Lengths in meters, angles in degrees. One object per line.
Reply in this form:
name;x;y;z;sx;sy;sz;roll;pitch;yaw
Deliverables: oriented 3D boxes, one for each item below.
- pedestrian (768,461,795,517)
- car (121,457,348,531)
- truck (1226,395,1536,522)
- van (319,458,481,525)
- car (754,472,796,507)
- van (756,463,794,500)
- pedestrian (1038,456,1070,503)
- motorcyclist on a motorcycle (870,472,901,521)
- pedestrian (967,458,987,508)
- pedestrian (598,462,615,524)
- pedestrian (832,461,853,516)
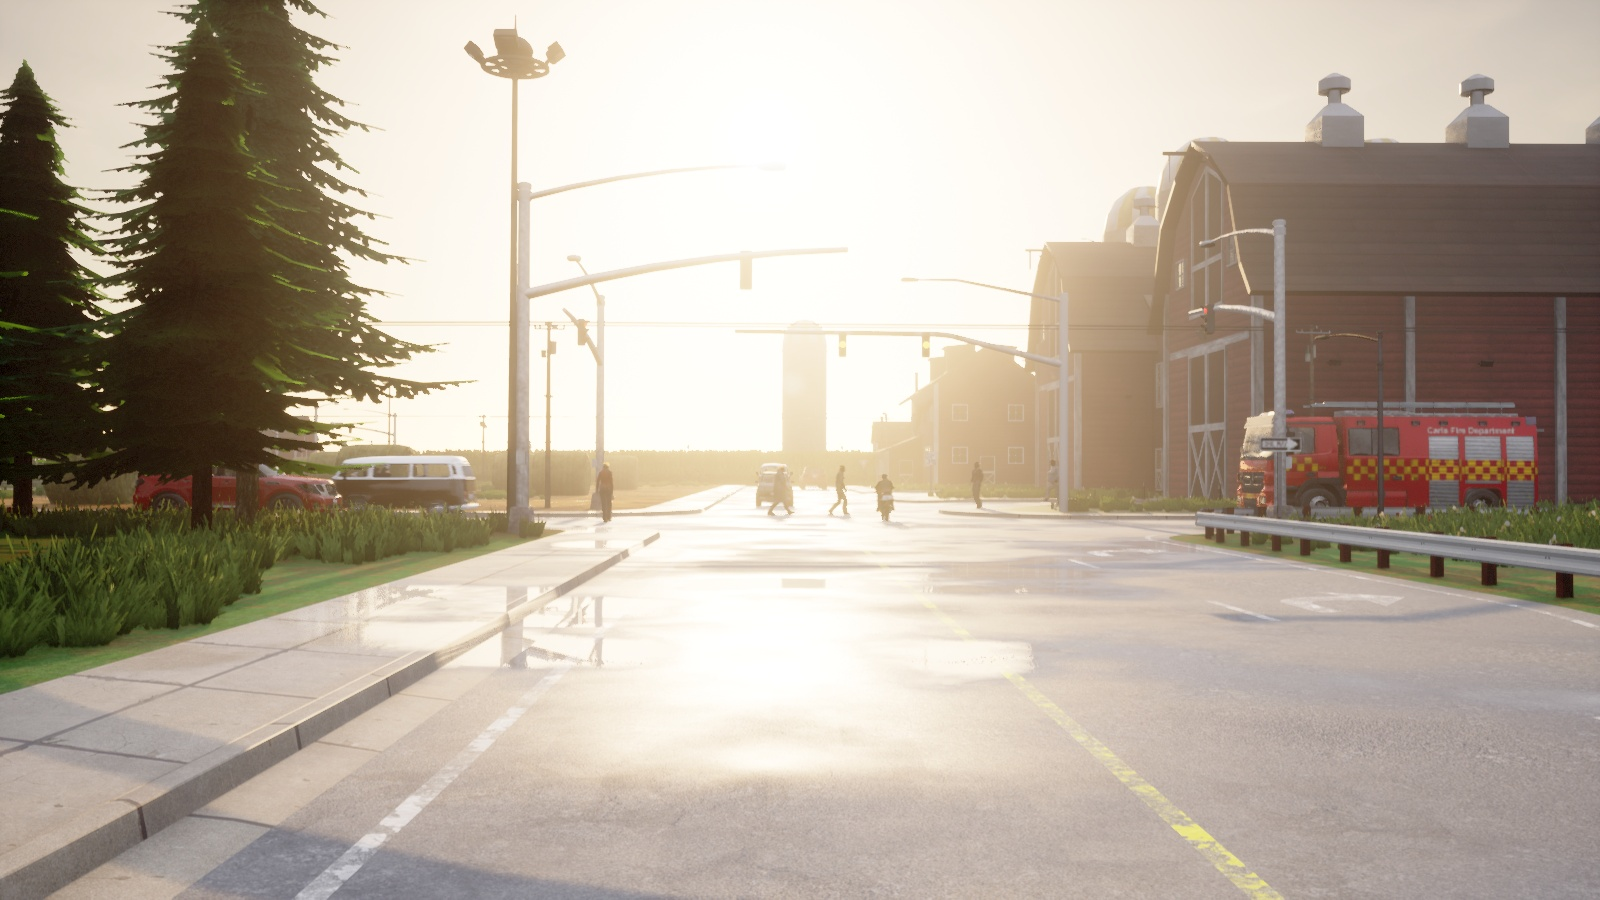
pedestrian;-0.658;1.378;44.336;0.873;1.952;0.659;0;-1;-7
car;-16.168;1.243;36.146;5.566;2.045;2.150;0;-1;0
truck;18.224;0.284;39.785;8.468;3.827;2.891;0;-1;0
van;-12.564;1.293;39.661;4.480;2.038;2.069;0;-1;0
car;-1.126;1.763;56.642;1.789;1.549;3.705;0;-1;-1
van;-1.439;1.759;71.051;2.069;2.038;4.480;0;-1;-1
pedestrian;10.120;1.173;50.090;0.900;1.855;0.874;0;-1;-24
motorcyclist on a motorcycle;2.728;1.484;40.326;0.797;1.523;2.044;0;-1;-1
pedestrian;6.795;1.265;48.172;0.666;1.930;0.402;0;-1;-34
pedestrian;-5.841;1.302;37.916;0.331;1.846;0.636;0;-1;8
pedestrian;1.503;1.373;44.573;0.692;1.930;0.396;0;-1;-4
